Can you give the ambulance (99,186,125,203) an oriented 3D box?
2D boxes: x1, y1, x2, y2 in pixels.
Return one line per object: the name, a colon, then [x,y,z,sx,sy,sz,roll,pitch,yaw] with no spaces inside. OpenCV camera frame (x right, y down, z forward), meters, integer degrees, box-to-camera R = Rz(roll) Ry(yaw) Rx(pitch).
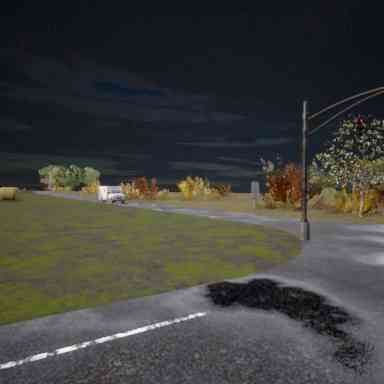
ambulance: [-12.025,0.370,49.982,2.351,2.431,6.366,2,0,-32]
